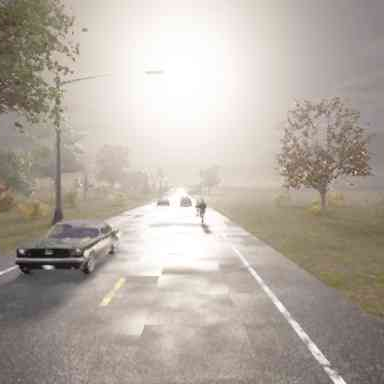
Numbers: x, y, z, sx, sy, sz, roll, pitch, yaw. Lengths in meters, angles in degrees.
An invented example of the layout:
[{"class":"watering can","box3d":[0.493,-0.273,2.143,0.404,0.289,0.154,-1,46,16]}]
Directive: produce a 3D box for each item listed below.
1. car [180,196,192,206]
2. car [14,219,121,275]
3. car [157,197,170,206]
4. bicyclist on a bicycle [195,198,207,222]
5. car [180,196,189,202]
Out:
[{"class":"car","box3d":[-1.042,1.553,56.527,1.994,1.385,4.181,0,0,-2]},{"class":"car","box3d":[-3.654,1.601,10.646,1.895,1.301,4.718,0,0,0]},{"class":"car","box3d":[-4.607,1.555,54.185,1.994,1.385,4.181,0,0,-1]},{"class":"bicyclist on a bicycle","box3d":[0.743,1.367,23.378,0.659,1.776,1.843,0,0,-1]},{"class":"car","box3d":[-1.694,1.521,74.407,2.033,1.411,5.357,0,0,-2]}]
